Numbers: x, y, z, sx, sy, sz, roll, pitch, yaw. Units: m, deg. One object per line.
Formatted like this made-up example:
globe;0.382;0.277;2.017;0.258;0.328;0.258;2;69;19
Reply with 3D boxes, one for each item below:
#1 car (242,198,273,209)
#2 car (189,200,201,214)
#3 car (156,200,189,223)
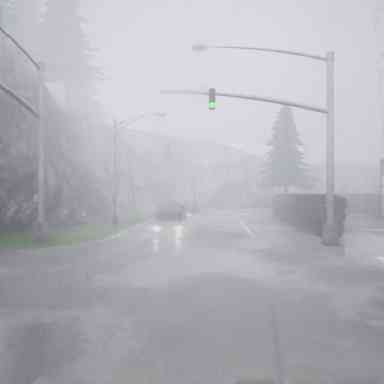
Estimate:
car;9.156;1.541;44.649;4.892;1.490;1.837;0;0;-11
car;-0.368;1.597;35.974;1.994;1.385;4.181;0;0;16
car;-1.571;1.502;26.084;1.882;1.535;5.008;0;0;4
